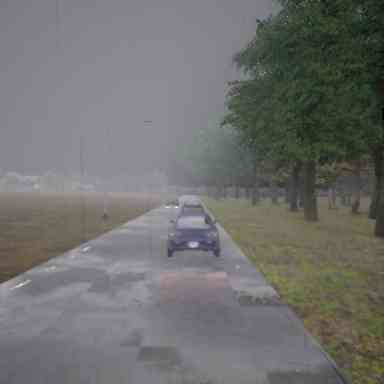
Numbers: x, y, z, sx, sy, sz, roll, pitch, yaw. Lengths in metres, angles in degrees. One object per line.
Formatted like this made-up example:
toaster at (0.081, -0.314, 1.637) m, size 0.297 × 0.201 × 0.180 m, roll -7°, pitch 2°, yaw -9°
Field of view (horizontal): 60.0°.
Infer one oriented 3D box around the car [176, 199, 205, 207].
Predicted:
car at (0.055, 1.429, 27.672) m, size 2.128 × 1.511 × 4.902 m, roll 0°, pitch 0°, yaw 0°

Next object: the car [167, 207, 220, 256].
car at (0.065, 1.504, 12.866) m, size 1.812 × 1.442 × 4.674 m, roll 0°, pitch 0°, yaw 0°

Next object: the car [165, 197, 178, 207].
car at (-2.861, 1.388, 49.327) m, size 2.033 × 1.411 × 5.357 m, roll 0°, pitch 0°, yaw 0°
